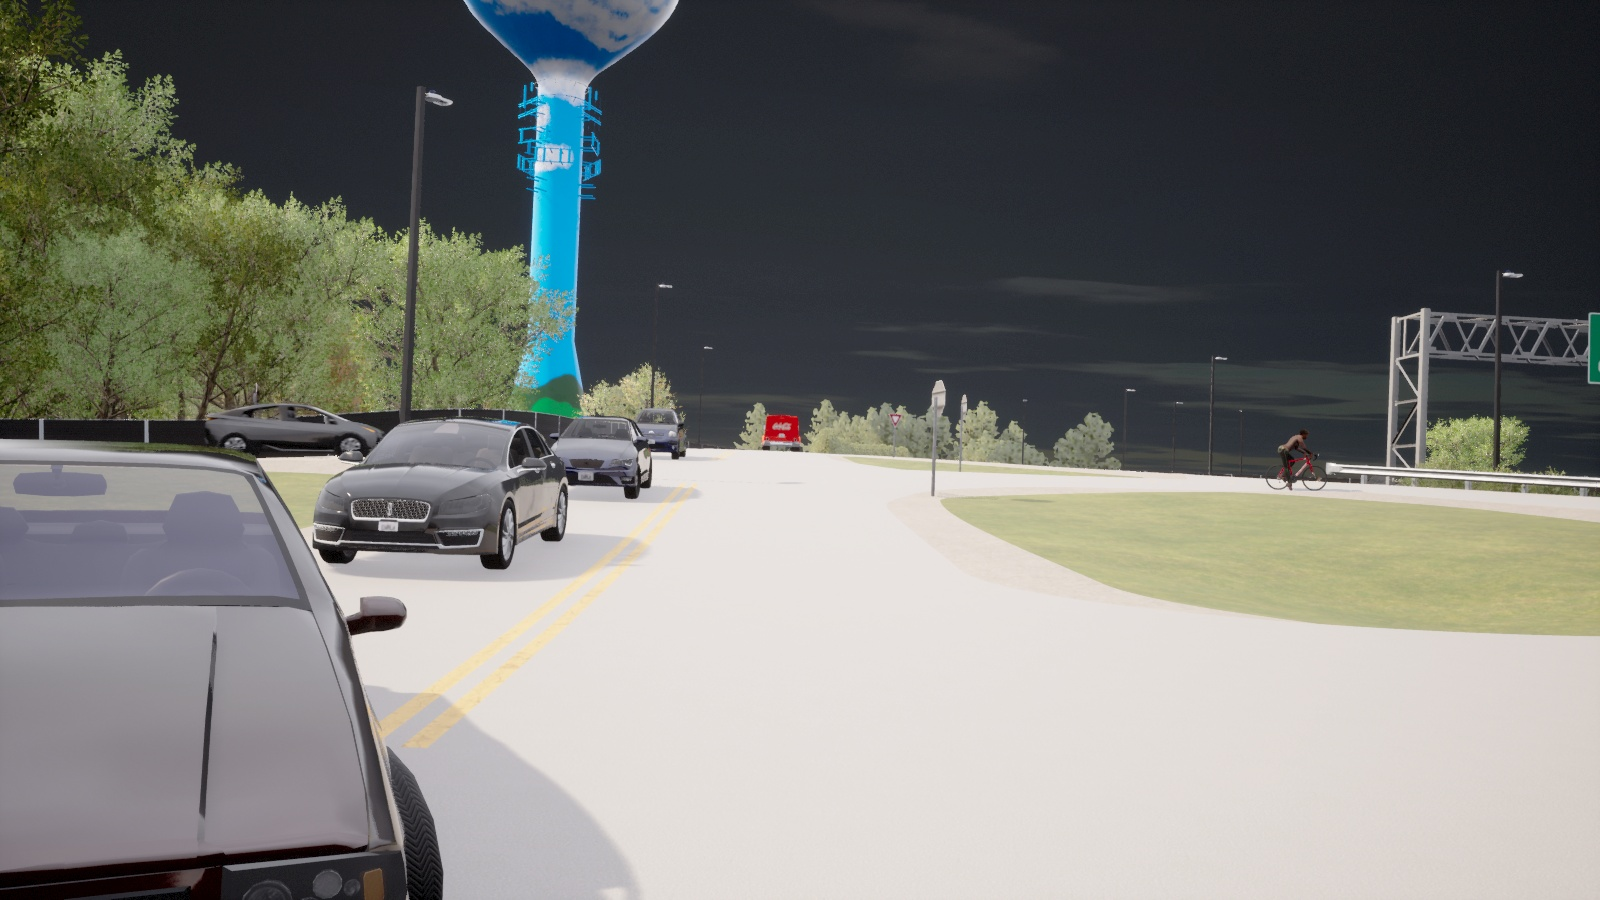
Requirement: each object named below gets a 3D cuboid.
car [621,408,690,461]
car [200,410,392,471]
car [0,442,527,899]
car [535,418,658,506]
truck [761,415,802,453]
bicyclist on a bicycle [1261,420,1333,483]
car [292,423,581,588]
[{"bbox_3d":[-4.683,-0.516,41.172,1.851,1.617,3.988,1,1,-1],"label":"car"},{"bbox_3d":[-13.370,-0.264,33.597,4.514,1.525,2.007,-1,0,-14],"label":"car"},{"bbox_3d":[-2.553,0.719,4.461,2.033,1.411,5.357,1,1,-24],"label":"car"},{"bbox_3d":[-3.840,0.155,24.277,1.816,1.474,4.193,1,2,-2],"label":"car"},{"bbox_3d":[-1.291,-1.054,85.378,2.627,2.467,5.204,1,0,-1],"label":"truck"},{"bbox_3d":[13.159,0.034,33.265,1.656,1.620,0.582,1,1,0],"label":"bicyclist on a bicycle"},{"bbox_3d":[-3.830,0.468,14.198,1.837,1.490,4.892,1,2,0],"label":"car"}]
